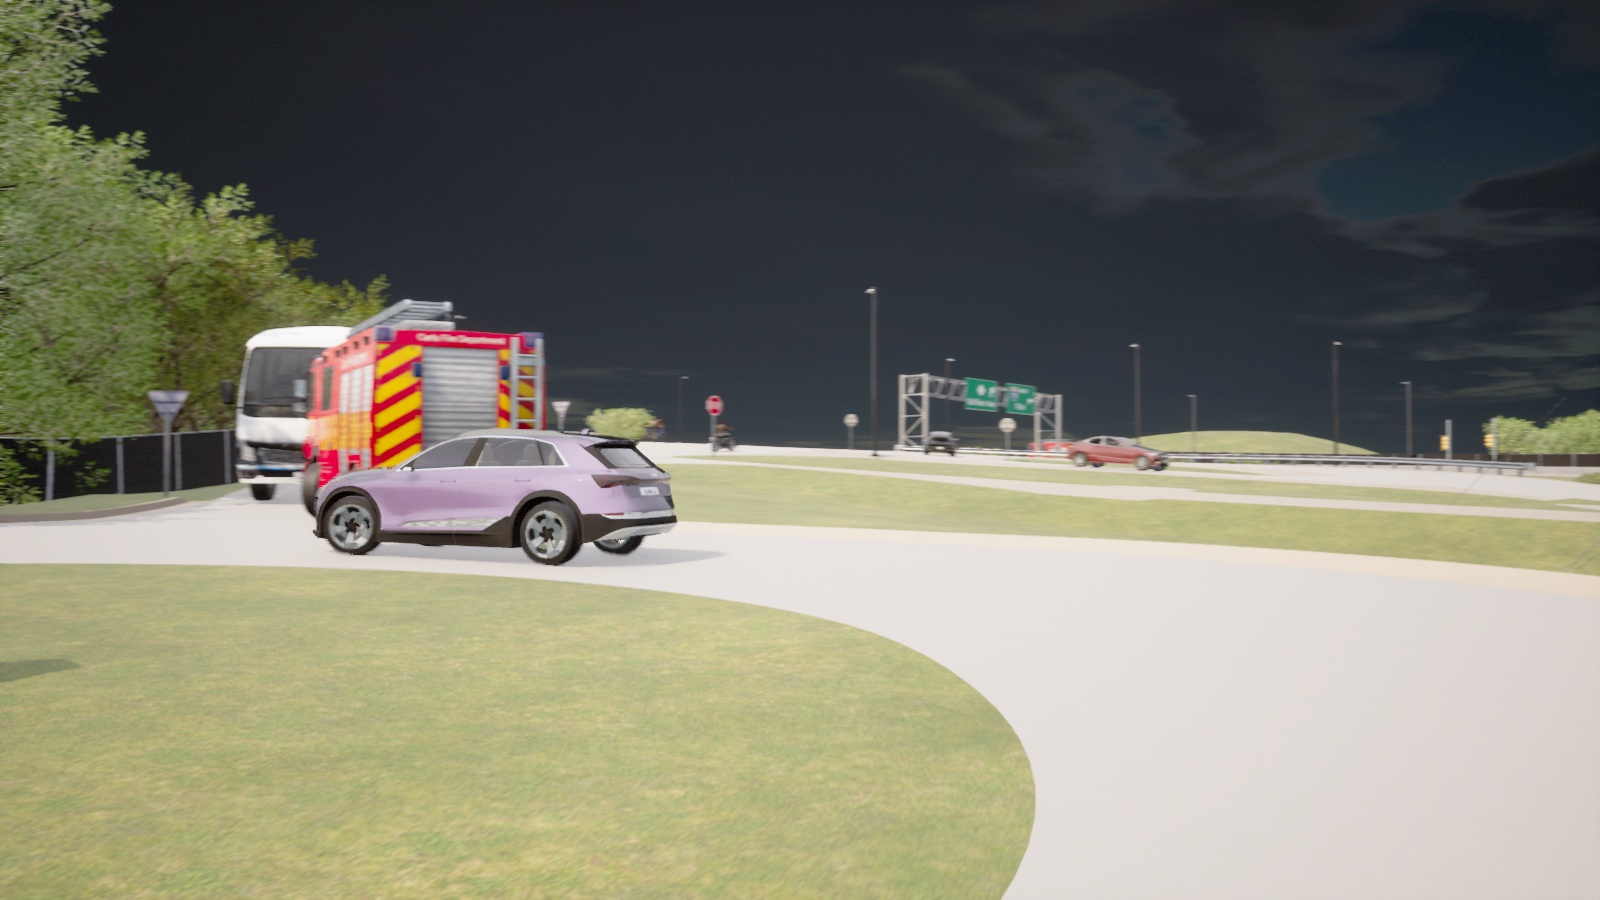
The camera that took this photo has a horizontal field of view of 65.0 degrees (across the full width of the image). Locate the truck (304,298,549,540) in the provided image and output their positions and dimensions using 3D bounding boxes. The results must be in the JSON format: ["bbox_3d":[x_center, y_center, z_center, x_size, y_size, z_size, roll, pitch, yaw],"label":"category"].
[{"bbox_3d":[-7.508,-0.479,24.249,2.891,3.827,8.468,0,0,-28],"label":"truck"}]

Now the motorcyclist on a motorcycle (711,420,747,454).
[{"bbox_3d":[-3.574,-0.673,63.250,0.766,1.649,2.350,0,1,26],"label":"motorcyclist on a motorcycle"}]

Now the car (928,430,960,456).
[{"bbox_3d":[8.884,-0.417,77.108,1.837,1.490,4.892,2,1,7],"label":"car"}]

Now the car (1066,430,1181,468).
[{"bbox_3d":[16.027,-0.057,62.348,5.027,1.651,2.152,3,1,40],"label":"car"}]

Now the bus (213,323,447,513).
[{"bbox_3d":[-12.042,-1.019,33.548,3.944,4.253,10.273,0,3,-10],"label":"bus"}]

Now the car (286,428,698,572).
[{"bbox_3d":[-3.966,0.566,16.229,4.856,1.649,2.033,0,0,21],"label":"car"}]
